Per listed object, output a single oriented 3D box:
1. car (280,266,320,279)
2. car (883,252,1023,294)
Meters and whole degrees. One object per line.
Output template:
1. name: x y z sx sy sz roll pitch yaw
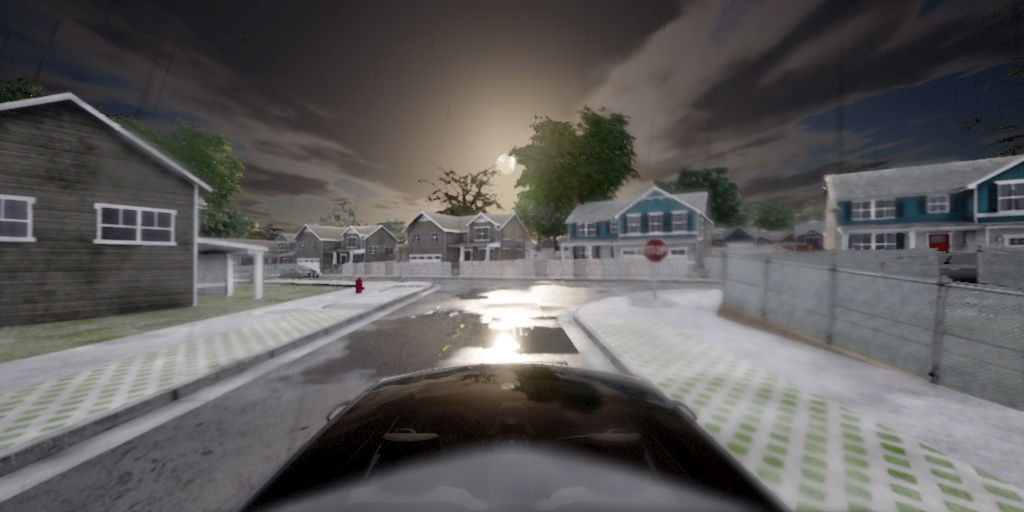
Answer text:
1. car: -21.078 1.702 35.651 4.181 1.385 1.994 -1 -1 30
2. car: 15.533 0.602 11.714 4.892 1.490 1.837 -2 -2 36
